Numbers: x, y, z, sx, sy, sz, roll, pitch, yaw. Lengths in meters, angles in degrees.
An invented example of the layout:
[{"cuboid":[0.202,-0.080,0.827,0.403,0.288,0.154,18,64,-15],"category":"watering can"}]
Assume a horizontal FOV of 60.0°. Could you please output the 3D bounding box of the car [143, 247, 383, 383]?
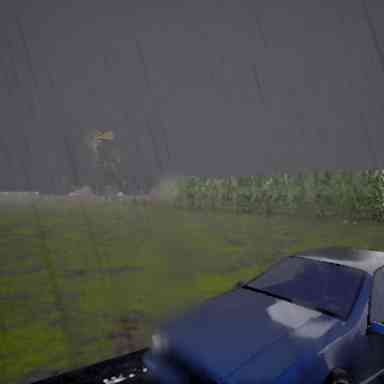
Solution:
[{"cuboid":[2.077,1.533,4.549,5.357,1.411,2.033,0,0,-35],"category":"car"}]
